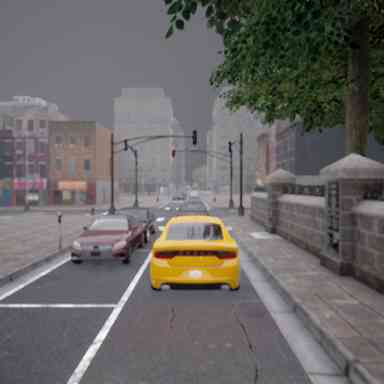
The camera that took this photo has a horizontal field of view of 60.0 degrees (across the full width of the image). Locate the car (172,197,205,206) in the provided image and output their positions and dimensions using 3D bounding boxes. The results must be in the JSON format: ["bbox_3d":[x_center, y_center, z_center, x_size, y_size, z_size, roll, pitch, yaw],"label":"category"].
[{"bbox_3d":[0.044,1.267,19.212,2.033,1.411,5.357,0,1,0],"label":"car"}]

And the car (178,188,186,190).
[{"bbox_3d":[-2.071,0.204,69.524,2.150,2.045,5.566,0,1,0],"label":"car"}]

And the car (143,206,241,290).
[{"bbox_3d":[0.084,1.349,8.723,1.882,1.535,5.008,0,1,0],"label":"car"}]

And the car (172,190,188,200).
[{"bbox_3d":[-2.160,0.770,54.149,1.994,1.385,4.181,0,1,0],"label":"car"}]

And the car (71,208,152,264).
[{"bbox_3d":[-2.615,1.419,11.132,1.802,1.307,4.206,0,1,0],"label":"car"}]

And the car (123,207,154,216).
[{"bbox_3d":[-2.607,1.350,14.794,1.947,1.339,4.313,0,1,0],"label":"car"}]

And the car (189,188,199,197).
[{"bbox_3d":[0.427,0.542,66.995,1.812,1.442,4.674,0,1,0],"label":"car"}]
